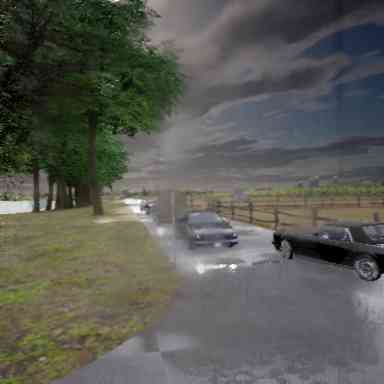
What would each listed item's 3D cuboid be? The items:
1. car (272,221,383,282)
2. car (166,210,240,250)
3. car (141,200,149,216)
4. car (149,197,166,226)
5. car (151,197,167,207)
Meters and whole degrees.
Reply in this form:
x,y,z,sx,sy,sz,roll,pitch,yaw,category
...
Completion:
x,y,z,sx,sy,sz,roll,pitch,yaw,category
4.412,1.485,9.544,1.895,1.301,4.718,-2,0,-24,car
0.382,1.526,14.620,2.033,1.411,5.357,-2,0,-12,car
-3.684,1.526,33.617,2.128,1.511,4.902,-2,0,-12,car
-1.599,1.351,23.837,2.097,1.767,4.553,-2,0,-12,car
-5.528,1.566,55.767,2.128,1.511,4.902,-2,0,-12,car
